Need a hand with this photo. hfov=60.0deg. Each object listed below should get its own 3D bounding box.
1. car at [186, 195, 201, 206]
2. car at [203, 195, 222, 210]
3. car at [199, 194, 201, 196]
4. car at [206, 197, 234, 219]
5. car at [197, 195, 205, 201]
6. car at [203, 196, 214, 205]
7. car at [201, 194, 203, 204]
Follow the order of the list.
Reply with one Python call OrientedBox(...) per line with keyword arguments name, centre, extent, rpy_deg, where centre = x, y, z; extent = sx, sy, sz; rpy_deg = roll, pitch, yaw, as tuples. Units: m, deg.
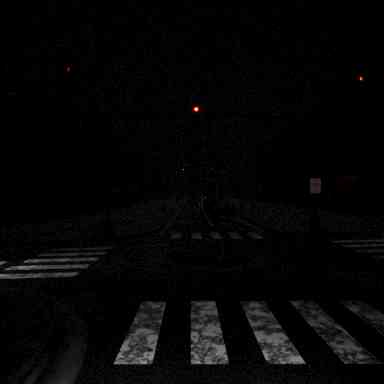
OrientedBox(name="car", centre=(-0.016, 1.664, 55.967), extent=(1.994, 1.385, 4.181), rpy_deg=(0, 0, 0))
OrientedBox(name="car", centre=(2.580, 1.356, 35.138), extent=(2.192, 1.841, 5.009), rpy_deg=(-1, 0, 0))
OrientedBox(name="car", centre=(2.895, 1.498, 67.907), extent=(2.097, 1.767, 4.553), rpy_deg=(0, 0, 0))
OrientedBox(name="car", centre=(2.589, 1.470, 29.736), extent=(1.967, 1.590, 4.097), rpy_deg=(-1, 0, 0))
OrientedBox(name="car", centre=(2.498, 1.702, 94.564), extent=(1.967, 1.590, 4.097), rpy_deg=(-1, 0, 0))
OrientedBox(name="car", centre=(2.941, 1.575, 61.126), extent=(1.801, 1.575, 5.366), rpy_deg=(0, 0, 0))
OrientedBox(name="car", centre=(2.572, 1.369, 40.541), extent=(2.192, 1.841, 5.009), rpy_deg=(-1, 0, 0))
